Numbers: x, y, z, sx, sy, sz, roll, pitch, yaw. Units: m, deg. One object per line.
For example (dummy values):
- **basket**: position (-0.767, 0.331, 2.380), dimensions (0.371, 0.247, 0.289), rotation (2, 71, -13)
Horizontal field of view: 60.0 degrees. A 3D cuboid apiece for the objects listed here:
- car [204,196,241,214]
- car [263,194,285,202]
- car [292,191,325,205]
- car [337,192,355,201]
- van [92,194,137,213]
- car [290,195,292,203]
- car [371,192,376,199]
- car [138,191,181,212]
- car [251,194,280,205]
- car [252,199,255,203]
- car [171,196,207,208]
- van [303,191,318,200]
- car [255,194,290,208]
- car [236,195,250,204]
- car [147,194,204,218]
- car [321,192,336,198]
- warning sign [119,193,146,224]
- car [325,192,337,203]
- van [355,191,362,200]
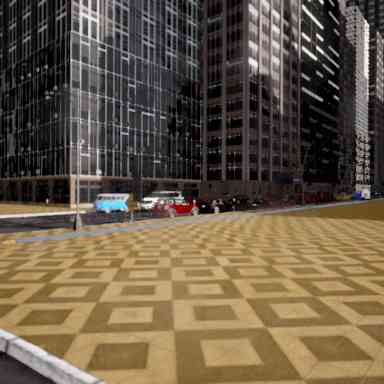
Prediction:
- **car**: position (2.406, 1.312, 31.549), dimensions (1.947, 1.339, 4.313), rotation (1, 1, 41)
- **car**: position (14.473, 1.046, 58.674), dimensions (1.947, 1.339, 4.313), rotation (1, 1, 41)
- **car**: position (17.138, 0.878, 48.887), dimensions (2.192, 1.841, 5.009), rotation (1, 1, 41)
- **car**: position (28.333, 0.951, 61.994), dimensions (1.752, 1.417, 4.829), rotation (1, 1, 41)
- **van**: position (-7.789, 1.094, 32.801), dimensions (1.690, 1.788, 3.998), rotation (1, 1, 41)
- **car**: position (16.936, 1.020, 52.806), dimensions (2.128, 1.511, 4.902), rotation (0, 1, 41)
- **car**: position (39.309, 0.842, 74.841), dimensions (2.008, 1.369, 4.403), rotation (1, 1, 41)
- **car**: position (-3.211, 0.955, 33.996), dimensions (2.150, 2.045, 5.566), rotation (0, 1, 41)
- **car**: position (11.328, 1.103, 50.864), dimensions (2.033, 1.411, 5.357), rotation (0, 1, 41)
- **car**: position (10.652, 1.154, 45.375), dimensions (2.033, 1.411, 5.357), rotation (0, 1, 41)
- **car**: position (-0.315, 1.207, 41.381), dimensions (1.887, 1.381, 4.507), rotation (1, 1, 41)
- **van**: position (25.560, 0.685, 71.646), dimensions (1.690, 1.788, 3.998), rotation (1, 1, 41)
- **car**: position (9.746, 1.236, 40.241), dimensions (1.802, 1.307, 4.206), rotation (1, 1, 41)
- **car**: position (7.081, 1.137, 50.024), dimensions (1.947, 1.339, 4.313), rotation (1, 1, 41)
- **car**: position (-1.246, 1.232, 27.186), dimensions (1.967, 1.590, 4.097), rotation (1, 1, 41)
- **car**: position (32.950, 0.819, 80.301), dimensions (1.947, 1.339, 4.313), rotation (1, 1, 41)
- **warning sign**: position (-3.746, 0.970, 20.808), dimensions (1.300, 1.860, 1.060), rotation (0, 0, 41)
- **car**: position (20.833, 0.833, 53.212), dimensions (2.192, 1.841, 5.009), rotation (1, 1, 41)
- **van**: position (35.615, 0.677, 70.513), dimensions (1.690, 1.788, 3.998), rotation (1, 1, 41)
